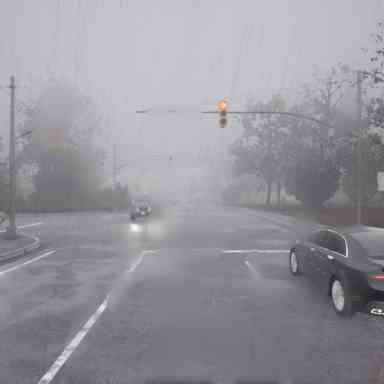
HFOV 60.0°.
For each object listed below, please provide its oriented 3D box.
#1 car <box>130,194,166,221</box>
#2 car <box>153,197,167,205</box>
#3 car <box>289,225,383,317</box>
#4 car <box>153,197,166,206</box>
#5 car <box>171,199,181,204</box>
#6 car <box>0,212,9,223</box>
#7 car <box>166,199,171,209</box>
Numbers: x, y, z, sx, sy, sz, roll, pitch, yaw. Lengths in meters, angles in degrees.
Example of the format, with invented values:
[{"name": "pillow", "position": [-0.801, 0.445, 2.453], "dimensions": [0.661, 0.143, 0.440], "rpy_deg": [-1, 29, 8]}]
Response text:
[{"name": "car", "position": [-3.607, 1.223, 27.202], "dimensions": [2.150, 2.045, 5.566], "rpy_deg": [0, 0, -1]}, {"name": "car", "position": [-8.055, 2.218, 83.001], "dimensions": [2.097, 1.767, 4.553], "rpy_deg": [0, -1, -25]}, {"name": "car", "position": [3.599, 1.505, 7.441], "dimensions": [1.837, 1.490, 4.892], "rpy_deg": [0, 0, 1]}, {"name": "car", "position": [-6.107, 1.776, 62.987], "dimensions": [2.097, 1.767, 4.553], "rpy_deg": [0, -1, -10]}, {"name": "car", "position": [-4.368, 2.432, 83.174], "dimensions": [1.895, 1.301, 4.718], "rpy_deg": [0, -1, -22]}, {"name": "car", "position": [-15.474, 1.675, 23.045], "dimensions": [4.718, 1.301, 1.895], "rpy_deg": [-1, 0, -3]}, {"name": "car", "position": [-4.202, 1.622, 46.774], "dimensions": [1.837, 1.490, 4.892], "rpy_deg": [0, -1, -4]}]
